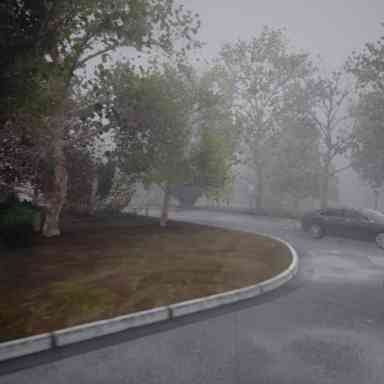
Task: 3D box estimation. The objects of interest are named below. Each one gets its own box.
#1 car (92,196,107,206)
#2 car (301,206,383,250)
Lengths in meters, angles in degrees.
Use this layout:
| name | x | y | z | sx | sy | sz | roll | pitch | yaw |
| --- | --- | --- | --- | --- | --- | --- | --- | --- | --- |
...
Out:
| name | x | y | z | sx | sy | sz | roll | pitch | yaw |
| --- | --- | --- | --- | --- | --- | --- | --- | --- | --- |
| car | -10.878 | 0.941 | 34.607 | 5.357 | 1.411 | 2.033 | 1 | -1 | 13 |
| car | 6.956 | 1.384 | 13.940 | 1.837 | 1.490 | 4.892 | 2 | 0 | -36 |
